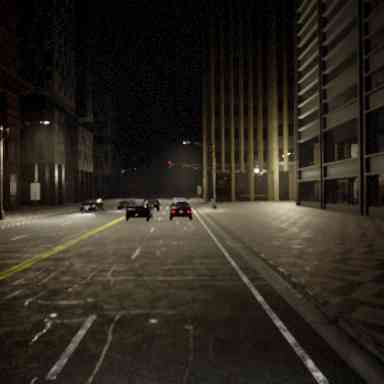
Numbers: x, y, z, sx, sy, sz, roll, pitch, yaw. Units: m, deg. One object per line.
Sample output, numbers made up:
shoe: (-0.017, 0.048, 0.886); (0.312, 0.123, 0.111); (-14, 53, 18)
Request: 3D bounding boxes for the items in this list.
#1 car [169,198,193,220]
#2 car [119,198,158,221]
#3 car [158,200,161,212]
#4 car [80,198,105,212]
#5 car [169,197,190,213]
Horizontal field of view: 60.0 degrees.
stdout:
car: (-0.913, 1.489, 27.340); (2.033, 1.411, 5.357); (0, 0, -2)
car: (-4.144, 1.462, 26.762); (2.128, 1.511, 4.902); (0, 0, -2)
car: (-4.581, 1.403, 37.837); (1.882, 1.535, 5.008); (0, 0, -2)
car: (-11.223, 1.472, 37.690); (2.128, 1.511, 4.902); (0, 0, -2)
car: (-1.397, 1.395, 37.072); (2.128, 1.511, 4.902); (0, 0, -2)
